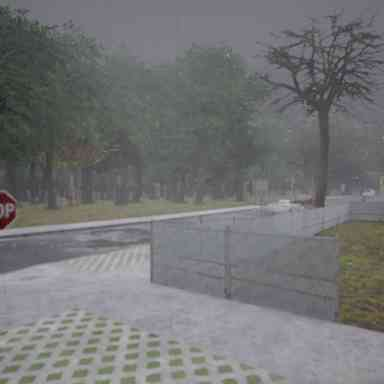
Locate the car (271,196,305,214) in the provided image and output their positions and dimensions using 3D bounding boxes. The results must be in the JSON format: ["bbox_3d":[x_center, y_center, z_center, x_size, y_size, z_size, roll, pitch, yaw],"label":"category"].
[{"bbox_3d":[9.274,1.439,32.749,1.812,1.442,4.674,2,2,36],"label":"car"}]

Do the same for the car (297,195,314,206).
[{"bbox_3d":[15.296,1.093,45.871,1.882,1.535,5.008,2,2,36],"label":"car"}]

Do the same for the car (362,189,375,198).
[{"bbox_3d":[40.763,0.344,76.678,2.150,2.045,5.566,2,2,36],"label":"car"}]
